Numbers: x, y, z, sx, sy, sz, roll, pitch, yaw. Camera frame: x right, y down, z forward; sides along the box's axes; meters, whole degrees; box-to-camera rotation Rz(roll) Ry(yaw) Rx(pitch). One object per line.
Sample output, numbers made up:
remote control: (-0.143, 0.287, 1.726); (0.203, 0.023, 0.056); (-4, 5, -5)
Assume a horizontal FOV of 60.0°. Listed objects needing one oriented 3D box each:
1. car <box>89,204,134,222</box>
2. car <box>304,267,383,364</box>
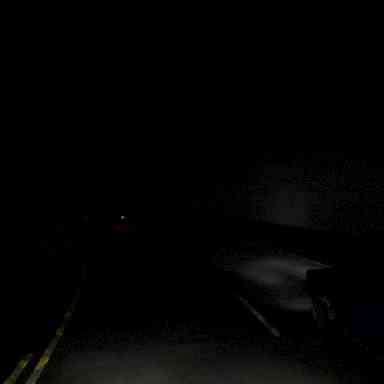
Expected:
car: (-6.588, 1.603, 26.690); (1.895, 1.301, 4.718); (0, 0, -39)
car: (3.134, 1.573, 3.914); (1.895, 1.301, 4.718); (0, 0, -6)
